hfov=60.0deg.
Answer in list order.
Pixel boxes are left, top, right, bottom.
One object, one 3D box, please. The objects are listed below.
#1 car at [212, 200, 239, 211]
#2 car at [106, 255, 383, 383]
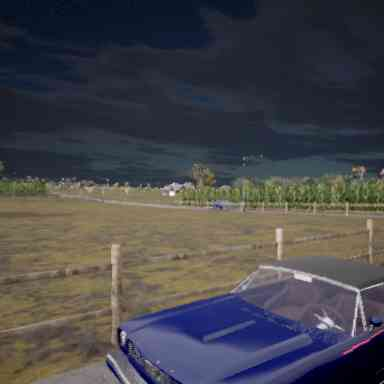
[{"bbox_3d":[5.129,2.006,51.507,2.097,1.767,4.553,2,-2,-35],"label":"car"},{"bbox_3d":[1.452,1.589,4.111,4.718,1.301,1.895,0,0,-36],"label":"car"}]
